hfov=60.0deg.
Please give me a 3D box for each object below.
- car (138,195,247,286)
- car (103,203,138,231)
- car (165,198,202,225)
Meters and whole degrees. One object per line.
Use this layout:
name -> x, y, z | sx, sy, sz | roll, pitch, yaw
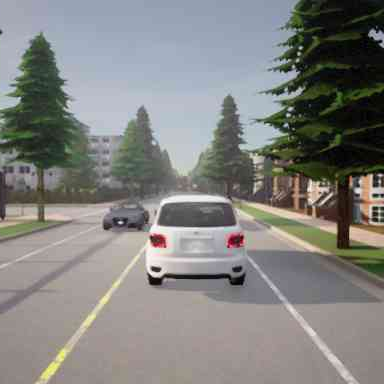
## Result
car -> 0.102, 1.085, 9.131 | 2.150, 2.045, 5.566 | 0, 1, 0
car -> -3.506, 1.292, 18.339 | 1.994, 1.385, 4.181 | 0, 1, 0
car -> -0.679, 1.195, 22.235 | 1.812, 1.442, 4.674 | 0, 1, -10
